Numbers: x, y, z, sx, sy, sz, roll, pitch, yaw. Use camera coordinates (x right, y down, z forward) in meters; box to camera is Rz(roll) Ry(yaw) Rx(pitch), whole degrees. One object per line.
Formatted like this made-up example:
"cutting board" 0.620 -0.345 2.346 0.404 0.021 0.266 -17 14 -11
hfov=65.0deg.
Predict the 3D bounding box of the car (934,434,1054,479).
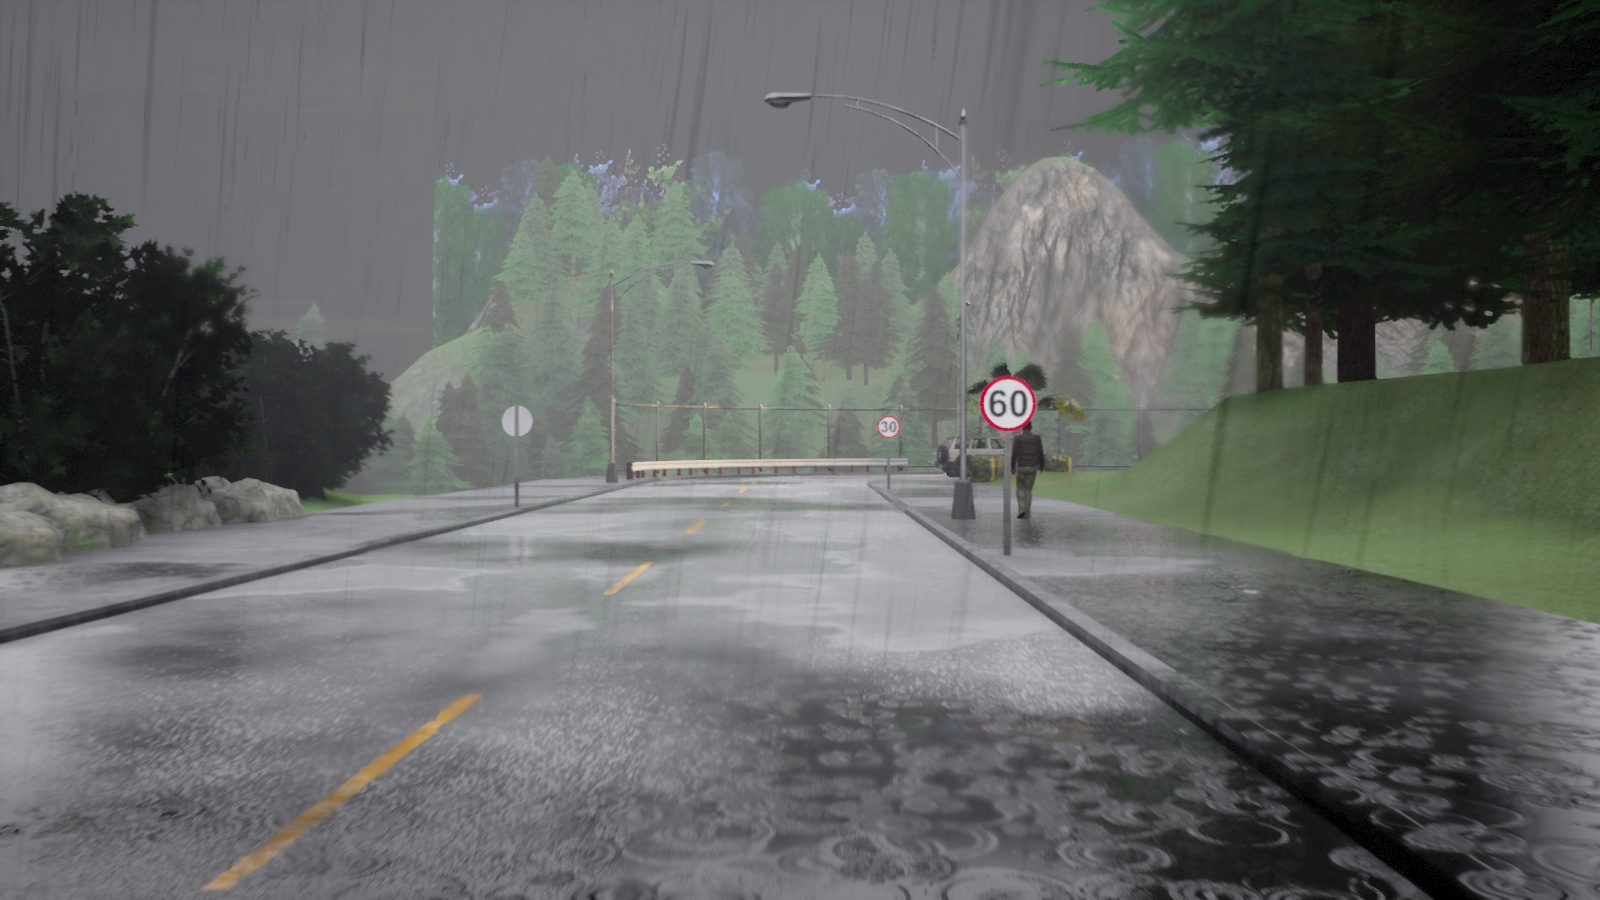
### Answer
"car" 8.125 0.273 52.811 4.605 1.855 1.932 0 0 -10

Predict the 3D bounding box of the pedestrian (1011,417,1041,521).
"pedestrian" 4.077 0.332 22.658 0.431 1.840 0.703 0 0 2
